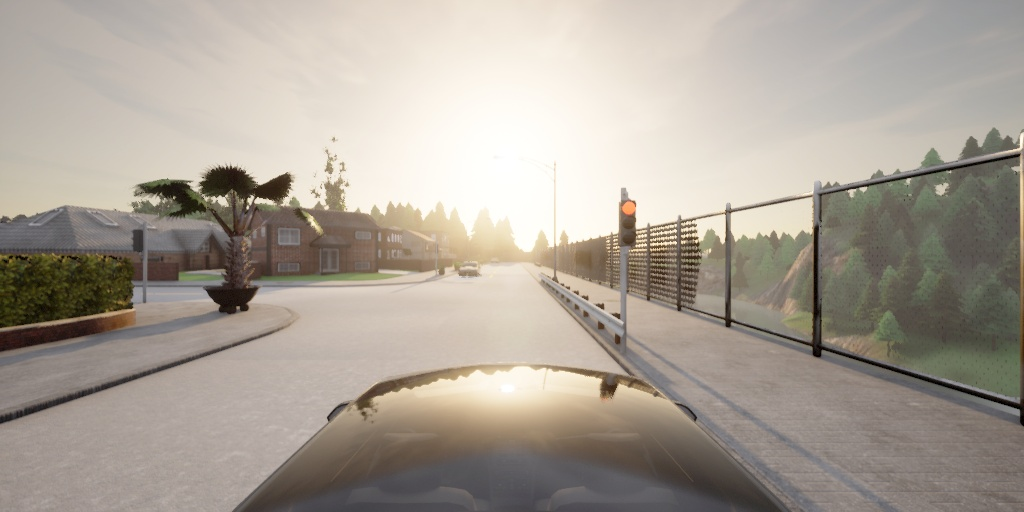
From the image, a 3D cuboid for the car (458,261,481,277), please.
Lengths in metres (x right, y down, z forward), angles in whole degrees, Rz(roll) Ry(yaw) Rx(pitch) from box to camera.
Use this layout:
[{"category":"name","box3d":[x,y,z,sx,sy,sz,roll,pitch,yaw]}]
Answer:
[{"category":"car","box3d":[-4.019,1.302,34.644,1.837,1.490,4.892,0,1,0]}]
